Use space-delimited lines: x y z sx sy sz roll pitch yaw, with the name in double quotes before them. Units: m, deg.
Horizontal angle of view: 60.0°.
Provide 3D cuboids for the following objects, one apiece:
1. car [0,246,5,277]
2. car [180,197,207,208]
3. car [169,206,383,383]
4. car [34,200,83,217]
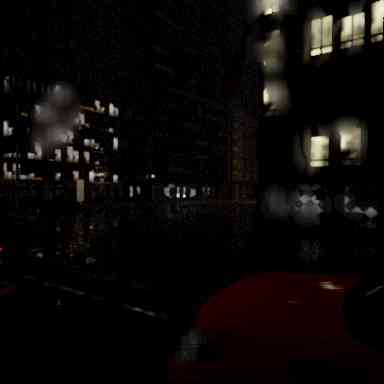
"car" -6.416 1.459 8.229 4.674 1.442 1.812 0 0 35
"car" 0.302 1.507 46.741 1.812 1.442 4.674 1 0 37
"car" 2.480 1.230 1.925 5.566 2.045 2.150 1 0 35
"car" -12.018 1.451 30.142 1.994 1.385 4.181 1 0 37
